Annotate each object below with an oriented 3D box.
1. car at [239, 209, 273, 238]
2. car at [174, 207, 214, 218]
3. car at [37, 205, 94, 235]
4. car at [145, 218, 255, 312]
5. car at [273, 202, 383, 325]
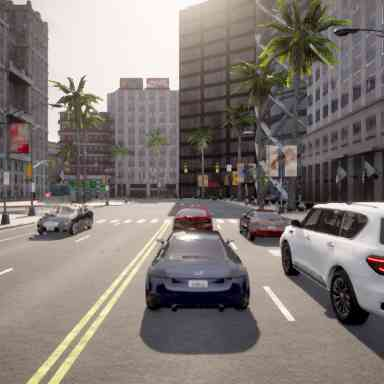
[{"bbox_3d":[3.591,1.564,16.984,1.994,1.385,4.181,0,0,0],"label":"car"},{"bbox_3d":[0.088,1.478,17.029,1.882,1.535,5.008,0,0,2],"label":"car"},{"bbox_3d":[-7.010,1.521,18.877,2.128,1.511,4.902,0,0,0],"label":"car"},{"bbox_3d":[0.085,1.562,7.801,1.994,1.385,4.181,0,0,-1],"label":"car"},{"bbox_3d":[3.598,1.221,7.235,2.150,2.045,5.566,0,0,0],"label":"car"}]
